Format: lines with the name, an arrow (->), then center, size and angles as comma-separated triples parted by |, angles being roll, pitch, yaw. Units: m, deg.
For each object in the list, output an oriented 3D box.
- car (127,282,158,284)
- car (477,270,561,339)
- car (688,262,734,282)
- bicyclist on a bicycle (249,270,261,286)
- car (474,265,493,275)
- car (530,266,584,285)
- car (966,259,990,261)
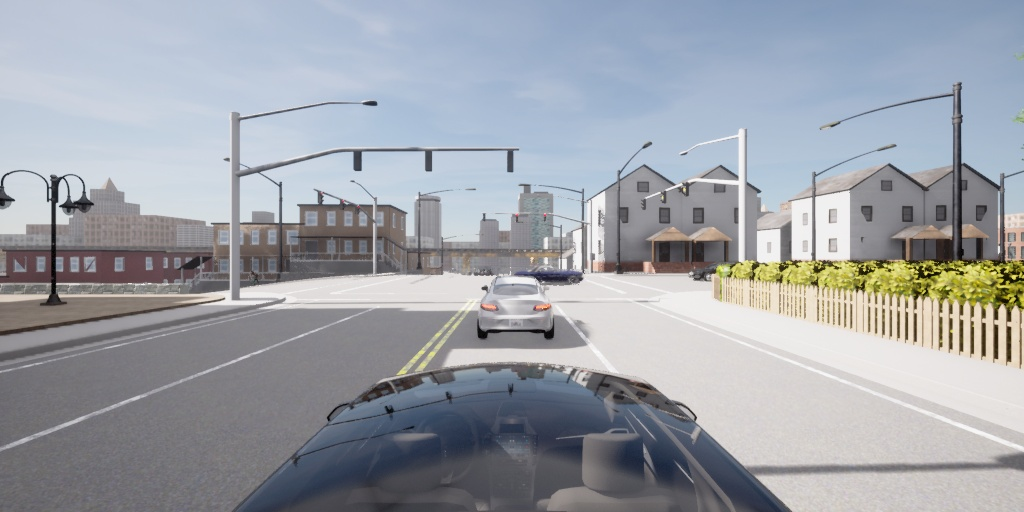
car -> -25.708, 2.509, 24.611 | 5.357, 1.411, 2.033 | -9, 0, -1
car -> 0.099, 1.276, 9.988 | 1.812, 1.442, 4.674 | 0, 0, 0
car -> 16.789, 1.255, 28.802 | 4.892, 1.490, 1.837 | 0, 0, -1
bicyclist on a bicycle -> -25.575, 2.214, 35.561 | 0.582, 1.620, 1.656 | -8, 0, 0
car -> -3.528, 2.162, 45.228 | 2.150, 2.045, 5.566 | 0, -9, 0
car -> 2.575, 1.324, 24.932 | 4.718, 1.301, 1.895 | 0, 0, -1
car -> 36.922, 1.102, 29.022 | 4.553, 1.767, 2.097 | 0, 0, -1
